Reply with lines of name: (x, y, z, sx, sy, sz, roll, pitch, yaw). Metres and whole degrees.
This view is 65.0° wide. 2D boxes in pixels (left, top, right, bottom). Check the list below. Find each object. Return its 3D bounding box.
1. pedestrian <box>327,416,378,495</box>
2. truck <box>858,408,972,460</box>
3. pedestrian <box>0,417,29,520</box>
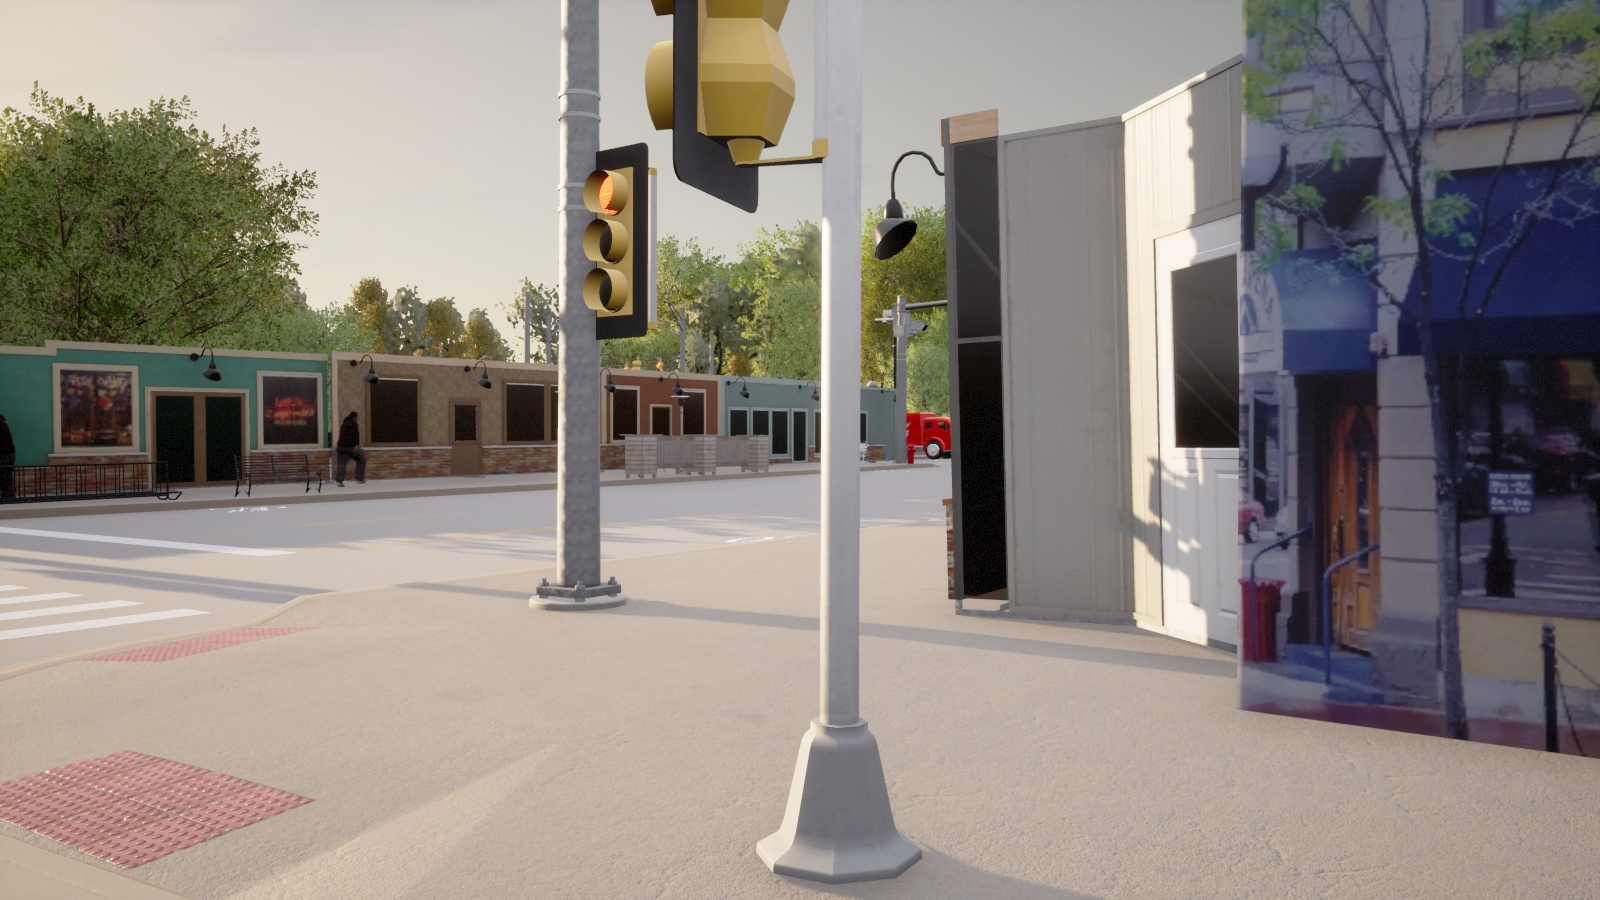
pedestrian: (-10.549, 0.121, 29.619, 0.634, 1.844, 0.899, 0, 1, 33)
truck: (6.028, -0.823, 65.672, 5.204, 2.467, 2.627, -3, 0, 29)
pedestrian: (-14.615, 0.333, 22.742, 0.634, 1.844, 0.899, 0, 1, 32)
